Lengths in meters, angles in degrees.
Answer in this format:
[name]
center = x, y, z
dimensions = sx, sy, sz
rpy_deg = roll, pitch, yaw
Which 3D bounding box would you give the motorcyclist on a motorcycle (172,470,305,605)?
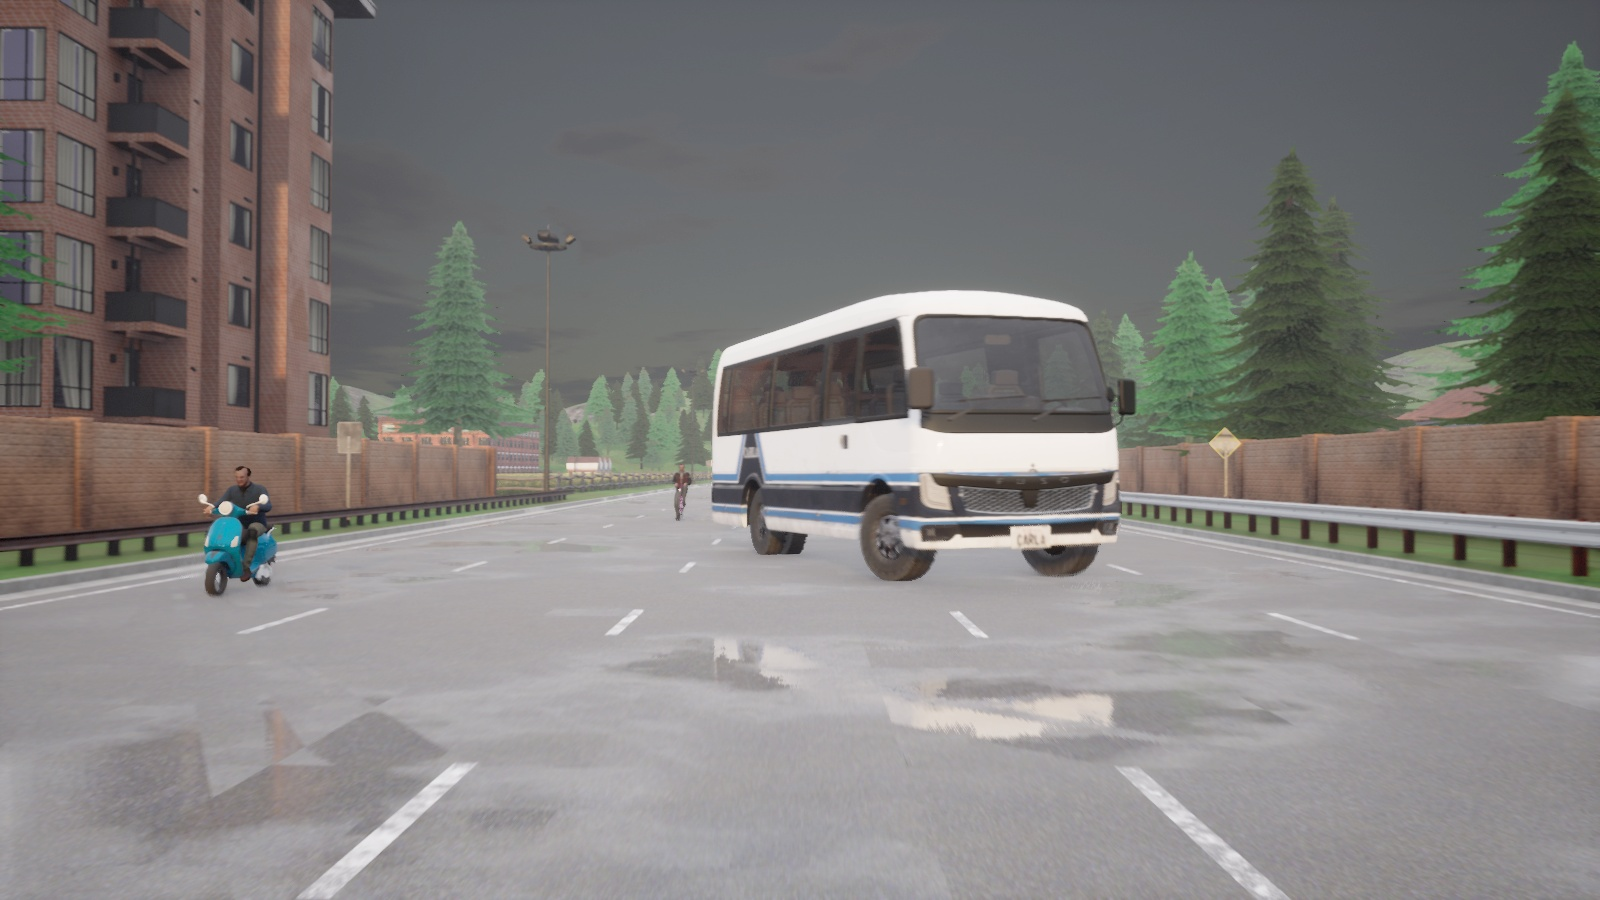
[motorcyclist on a motorcycle]
center = -7.032, 1.055, 15.840
dimensions = 0.866, 1.590, 1.817
rpy_deg = 0, -1, 0

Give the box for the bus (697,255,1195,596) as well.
[bus]
center = 1.632, -0.220, 21.136
dimensions = 3.944, 4.253, 10.273
rpy_deg = -1, -1, -21
